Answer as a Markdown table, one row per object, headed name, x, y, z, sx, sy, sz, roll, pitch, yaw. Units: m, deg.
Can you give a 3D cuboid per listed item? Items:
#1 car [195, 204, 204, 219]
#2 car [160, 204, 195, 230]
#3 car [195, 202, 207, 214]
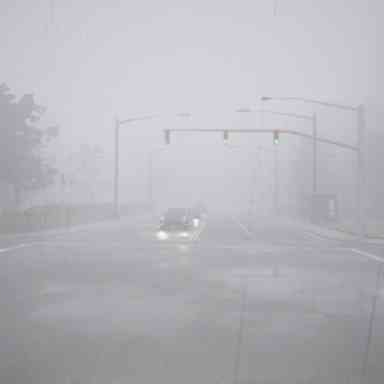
| name | x | y | z | sx | sy | sz | roll | pitch | yaw |
| --- | --- | --- | --- | --- | --- | --- | --- | --- | --- |
| car | 0.005 | 2.572 | 40.676 | 1.994 | 1.385 | 4.181 | 0 | -1 | 5 |
| car | -1.188 | 2.002 | 26.479 | 2.097 | 1.767 | 4.553 | 0 | -1 | 5 |
| car | 1.416 | 2.683 | 56.439 | 2.150 | 2.045 | 5.566 | 0 | -1 | 5 |
